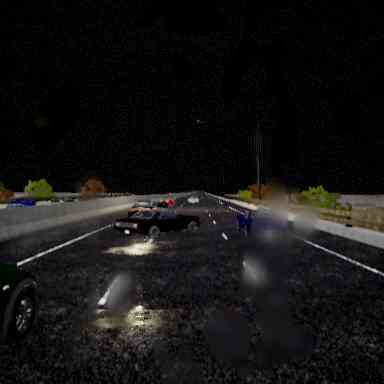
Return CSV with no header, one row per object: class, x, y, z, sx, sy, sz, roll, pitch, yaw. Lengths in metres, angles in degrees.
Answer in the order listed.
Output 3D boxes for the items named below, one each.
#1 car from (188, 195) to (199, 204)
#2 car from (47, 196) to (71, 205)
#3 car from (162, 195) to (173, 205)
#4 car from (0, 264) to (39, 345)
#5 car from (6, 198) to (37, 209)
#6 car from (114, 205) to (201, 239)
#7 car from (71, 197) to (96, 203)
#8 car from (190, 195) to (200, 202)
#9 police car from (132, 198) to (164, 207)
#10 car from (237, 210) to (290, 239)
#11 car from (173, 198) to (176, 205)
car,0.311,1.514,59.656,1.895,1.301,4.718,0,0,2
car,-17.556,1.270,44.575,2.097,1.767,4.553,0,0,1
car,-3.565,1.425,36.558,2.128,1.511,4.902,0,0,1
car,-3.541,1.342,3.623,2.097,1.767,4.553,0,0,-1
car,-21.098,1.446,41.439,1.812,1.442,4.674,0,0,1
car,-1.596,1.562,17.167,1.895,1.301,4.718,0,0,39
car,-14.057,1.427,44.622,1.837,1.490,4.892,0,0,1
car,0.788,1.426,78.299,2.128,1.511,4.902,0,0,2
police car,-3.627,1.452,25.590,2.038,1.542,4.974,0,0,0
car,3.480,1.563,17.226,1.895,1.301,4.718,0,0,0
car,-3.434,1.274,47.495,2.097,1.767,4.553,0,0,1
